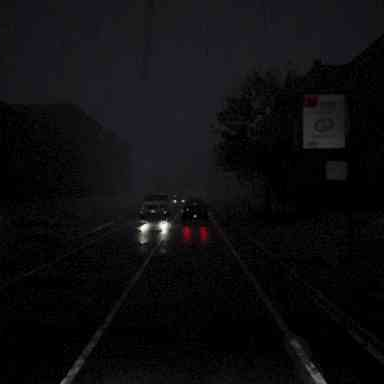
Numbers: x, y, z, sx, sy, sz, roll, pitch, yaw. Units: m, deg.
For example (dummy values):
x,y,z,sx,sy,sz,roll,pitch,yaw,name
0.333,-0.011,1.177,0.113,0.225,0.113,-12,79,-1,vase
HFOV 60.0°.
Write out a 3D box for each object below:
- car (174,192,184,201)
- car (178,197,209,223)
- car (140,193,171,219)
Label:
x,y,z,sx,sy,sz,roll,pitch,yaw,name
-2.650,0.854,69.486,2.097,1.767,4.553,0,0,0,car
0.223,1.386,24.641,2.128,1.511,4.902,0,0,0,car
-2.958,1.085,27.989,2.150,2.045,5.566,0,1,0,car
